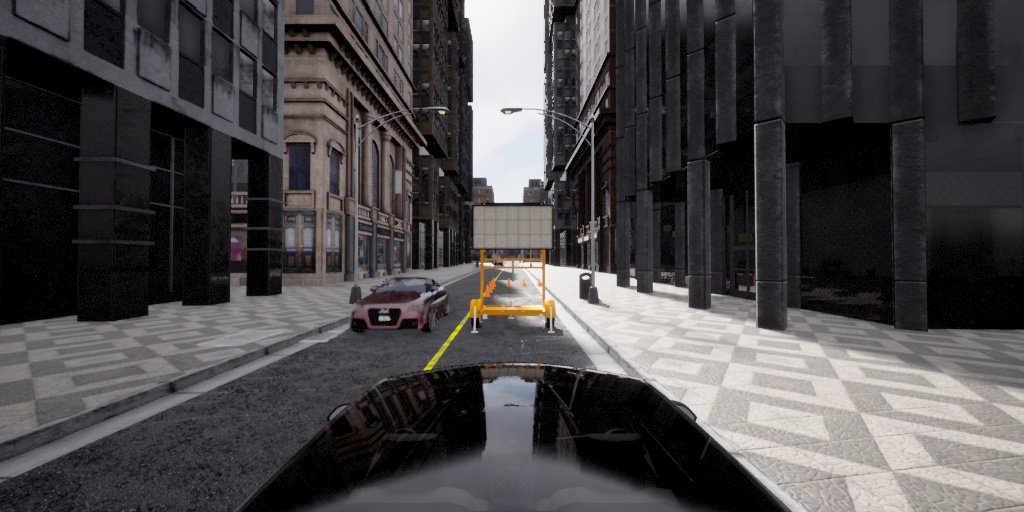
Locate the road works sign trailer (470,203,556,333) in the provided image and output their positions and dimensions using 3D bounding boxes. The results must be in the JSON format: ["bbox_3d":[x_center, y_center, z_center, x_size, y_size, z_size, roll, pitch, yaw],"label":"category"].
[{"bbox_3d":[0.027,0.217,10.723,2.380,3.560,2.880,0,0,0],"label":"road works sign trailer"}]

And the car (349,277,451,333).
[{"bbox_3d":[-3.075,1.316,10.636,1.994,1.385,4.181,0,0,0],"label":"car"}]
